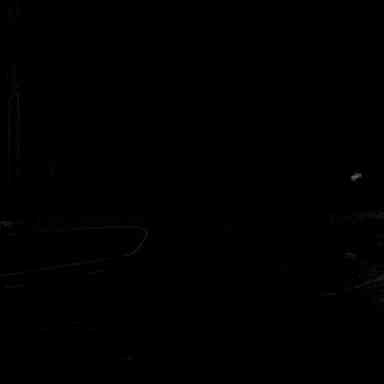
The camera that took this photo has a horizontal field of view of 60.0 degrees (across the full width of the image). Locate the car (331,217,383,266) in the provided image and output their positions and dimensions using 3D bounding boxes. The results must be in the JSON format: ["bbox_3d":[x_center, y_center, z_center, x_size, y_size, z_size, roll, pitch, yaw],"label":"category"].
[{"bbox_3d":[6.567,1.542,11.326,4.313,1.339,1.947,0,0,-35],"label":"car"}]

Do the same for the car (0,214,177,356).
[{"bbox_3d":[-2.569,1.314,4.814,5.009,1.841,2.192,0,0,-35],"label":"car"}]
